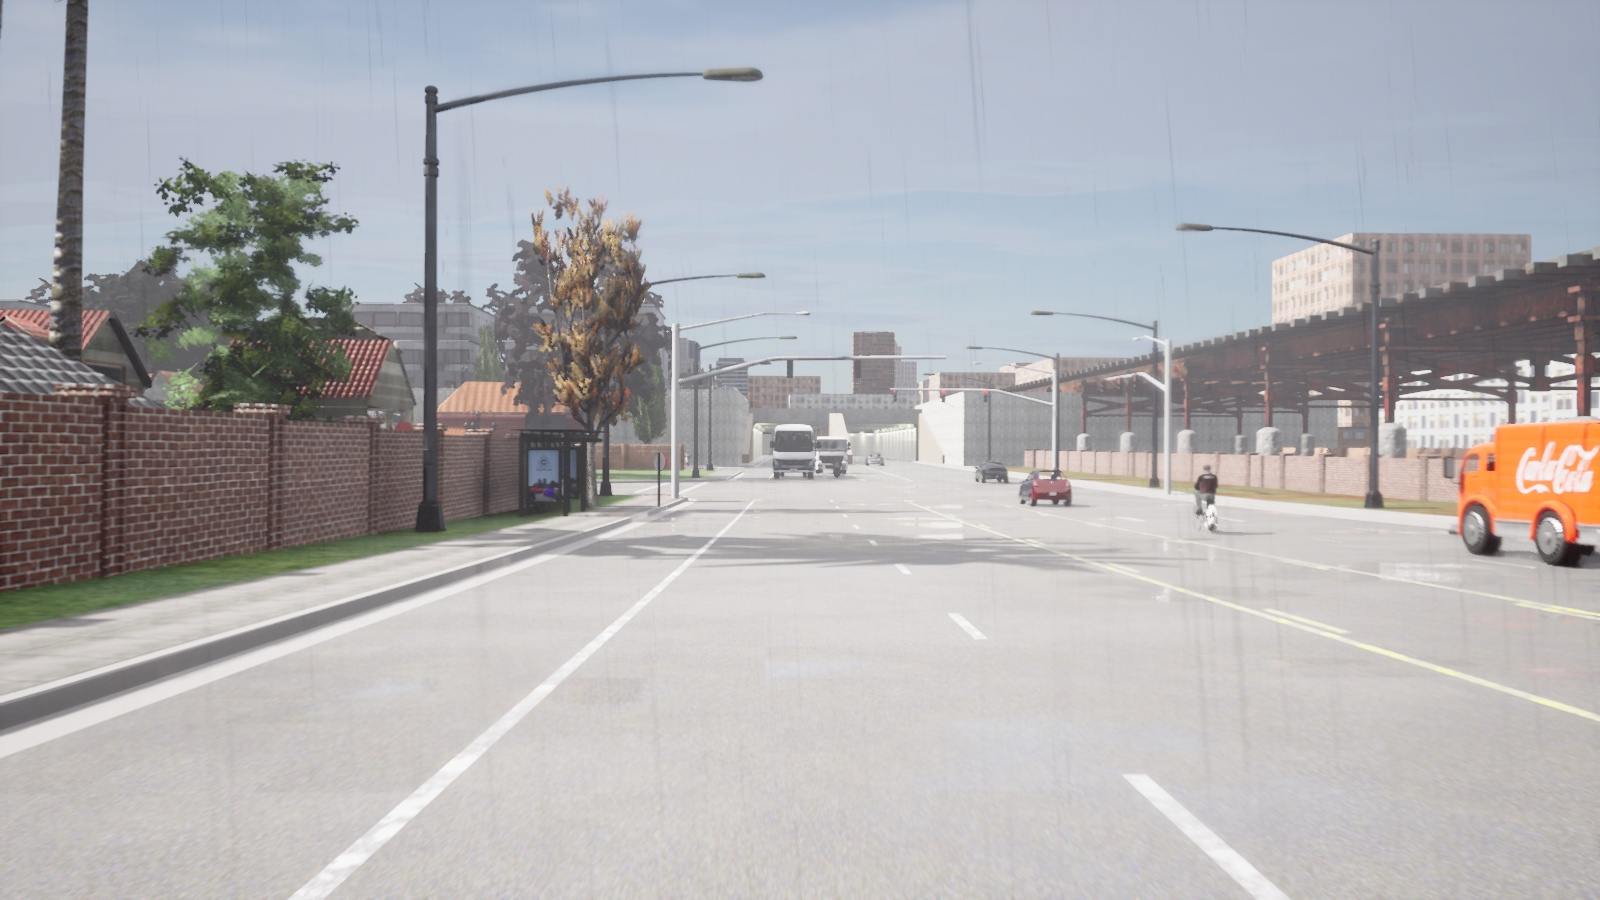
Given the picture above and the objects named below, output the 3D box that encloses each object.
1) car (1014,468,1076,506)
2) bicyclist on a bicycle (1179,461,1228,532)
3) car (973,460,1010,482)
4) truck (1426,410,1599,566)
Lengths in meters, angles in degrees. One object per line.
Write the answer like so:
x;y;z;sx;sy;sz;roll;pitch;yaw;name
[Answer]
10.183;1.504;52.422;1.845;1.501;3.633;0;0;0;car
10.315;1.166;32.165;0.659;1.776;1.843;0;-1;0;bicyclist on a bicycle
13.483;1.457;88.665;1.837;1.490;4.892;0;0;0;car
13.872;0.644;22.544;2.627;2.467;5.204;0;-1;0;truck
